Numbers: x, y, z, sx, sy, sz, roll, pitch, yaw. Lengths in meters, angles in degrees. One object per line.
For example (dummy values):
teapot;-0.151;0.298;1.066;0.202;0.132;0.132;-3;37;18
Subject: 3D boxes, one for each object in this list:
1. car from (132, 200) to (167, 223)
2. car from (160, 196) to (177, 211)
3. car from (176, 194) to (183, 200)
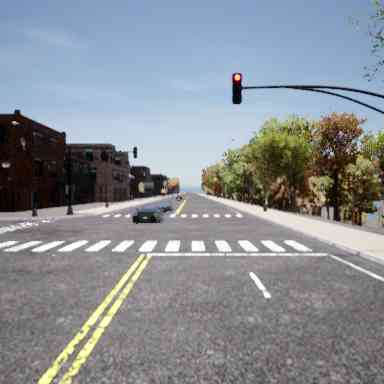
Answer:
car;-3.219;1.581;24.933;1.994;1.385;4.181;0;0;0
car;-3.242;1.537;39.890;2.033;1.411;5.357;0;0;0
car;-3.324;1.408;86.365;1.837;1.490;4.892;0;0;0
